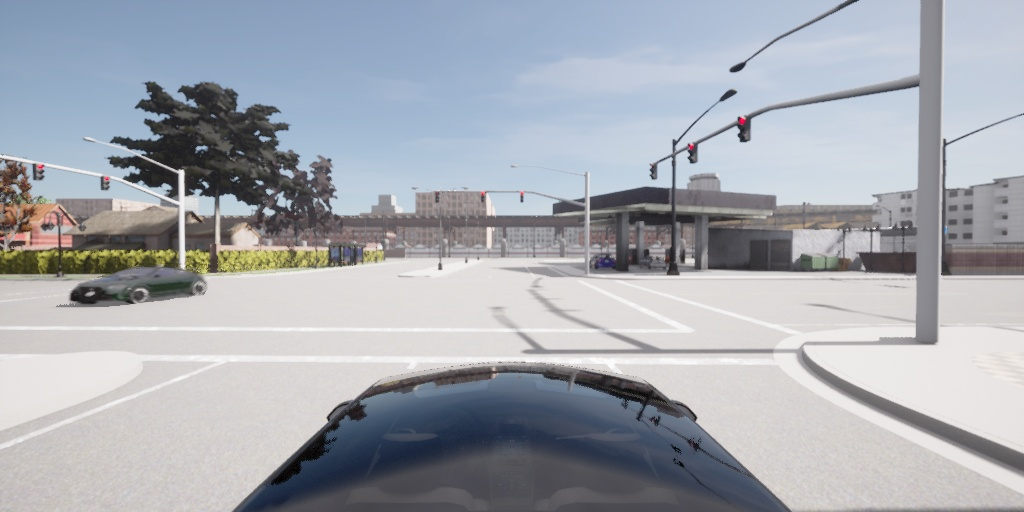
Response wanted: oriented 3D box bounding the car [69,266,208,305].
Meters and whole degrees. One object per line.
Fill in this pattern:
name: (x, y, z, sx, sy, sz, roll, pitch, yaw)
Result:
car: (-14.997, 1.129, 14.734, 1.994, 1.385, 4.181, 0, 1, 0)
